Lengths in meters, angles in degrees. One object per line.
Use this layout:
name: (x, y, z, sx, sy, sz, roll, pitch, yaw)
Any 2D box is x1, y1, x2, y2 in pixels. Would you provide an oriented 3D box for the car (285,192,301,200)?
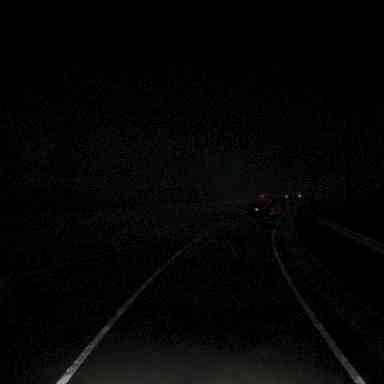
car: (27.704, 1.244, 90.801, 2.150, 2.045, 5.566, 0, 0, 25)

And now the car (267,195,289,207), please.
car: (13.196, 1.532, 50.674, 1.812, 1.442, 4.674, 0, 0, 23)

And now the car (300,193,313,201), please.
car: (30.865, 1.532, 89.299, 1.837, 1.490, 4.892, 0, 0, 25)

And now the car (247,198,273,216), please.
car: (6.511, 1.561, 32.306, 1.994, 1.385, 4.181, 0, 0, 17)
